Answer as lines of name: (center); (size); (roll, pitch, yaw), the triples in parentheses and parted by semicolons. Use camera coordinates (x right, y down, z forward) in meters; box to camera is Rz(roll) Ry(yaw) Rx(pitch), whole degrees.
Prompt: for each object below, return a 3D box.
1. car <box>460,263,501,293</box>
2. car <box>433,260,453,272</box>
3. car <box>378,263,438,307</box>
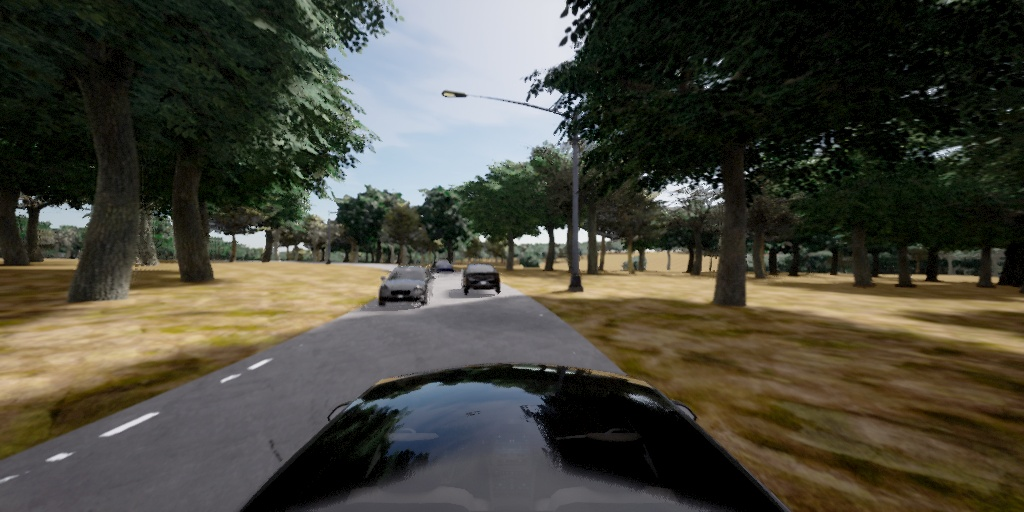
car: (-1.826, 1.154, 20.133); (1.882, 1.535, 5.008); (0, 0, -10)
car: (-8.213, 1.163, 41.959); (1.994, 1.385, 4.181); (0, 0, -22)
car: (-4.405, 1.211, 15.470); (1.837, 1.490, 4.892); (0, 0, -8)
